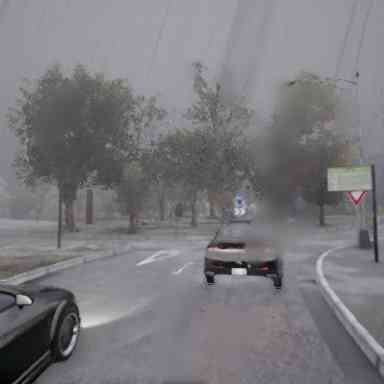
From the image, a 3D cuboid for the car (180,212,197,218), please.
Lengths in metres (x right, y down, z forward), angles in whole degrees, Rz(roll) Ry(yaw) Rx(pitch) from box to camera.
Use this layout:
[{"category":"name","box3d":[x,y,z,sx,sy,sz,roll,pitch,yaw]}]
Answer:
[{"category":"car","box3d":[-1.960,6.793,94.747,4.892,1.521,2.231,0,-5,-10]}]

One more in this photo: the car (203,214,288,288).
[{"category":"car","box3d":[1.611,1.555,9.455,2.128,1.511,4.902,-1,-2,14]}]

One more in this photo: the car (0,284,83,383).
[{"category":"car","box3d":[-2.747,1.581,3.364,1.994,1.385,4.181,0,0,5]}]

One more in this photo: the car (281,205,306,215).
[{"category":"car","box3d":[19.985,3.601,64.239,5.566,2.045,2.150,-4,-6,42]}]

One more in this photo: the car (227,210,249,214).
[{"category":"car","box3d":[9.132,4.150,67.942,4.902,1.511,2.128,-3,-5,20]}]
